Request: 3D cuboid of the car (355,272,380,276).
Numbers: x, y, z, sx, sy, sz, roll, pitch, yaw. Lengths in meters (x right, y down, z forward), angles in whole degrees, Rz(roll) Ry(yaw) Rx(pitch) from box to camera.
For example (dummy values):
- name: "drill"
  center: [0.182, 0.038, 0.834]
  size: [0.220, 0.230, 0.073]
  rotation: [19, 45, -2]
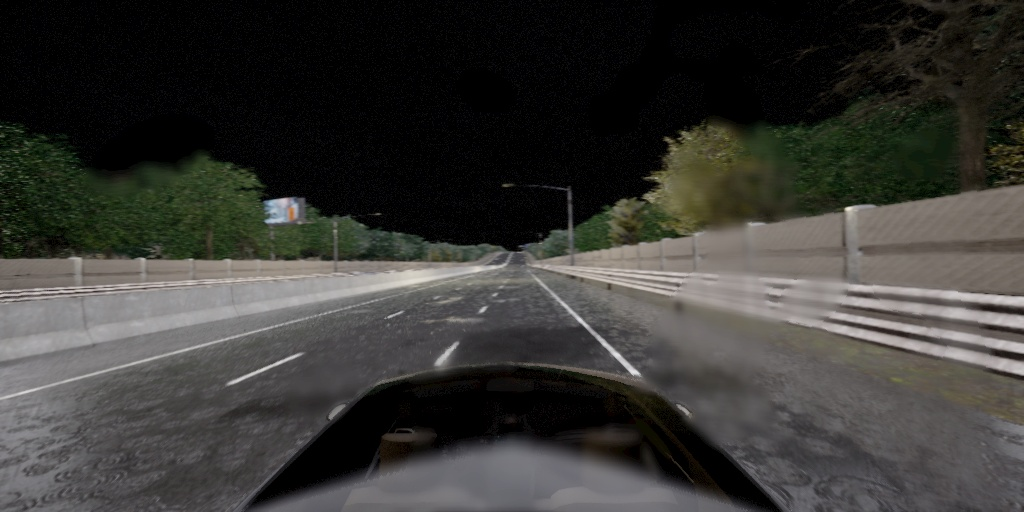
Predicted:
- name: "car"
  center: [-19.600, 2.983, 50.809]
  size: [2.033, 1.411, 5.357]
  rotation: [-2, -1, 1]

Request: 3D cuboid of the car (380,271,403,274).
- name: "car"
  center: [-16.115, 2.847, 50.268]
  size: [2.033, 1.411, 5.357]
  rotation: [-2, -1, 1]
